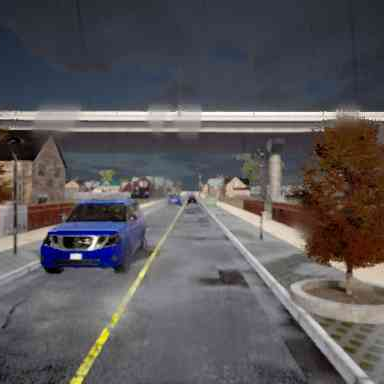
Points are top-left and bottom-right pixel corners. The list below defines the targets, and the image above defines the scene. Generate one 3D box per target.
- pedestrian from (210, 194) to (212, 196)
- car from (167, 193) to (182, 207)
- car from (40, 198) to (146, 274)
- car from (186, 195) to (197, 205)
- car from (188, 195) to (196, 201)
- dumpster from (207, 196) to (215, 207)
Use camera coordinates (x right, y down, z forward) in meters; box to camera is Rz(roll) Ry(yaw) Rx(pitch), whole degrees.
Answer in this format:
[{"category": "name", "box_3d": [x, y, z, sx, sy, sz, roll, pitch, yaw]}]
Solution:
[{"category": "pedestrian", "box_3d": [3.024, 1.190, 53.476, 0.375, 1.860, 0.375, 1, -1, 0]}, {"category": "car", "box_3d": [-2.791, 1.267, 53.890, 2.150, 2.045, 5.566, 0, 0, 1]}, {"category": "car", "box_3d": [-2.847, 1.235, 10.922, 2.150, 2.045, 5.566, 0, 0, 0]}, {"category": "car", "box_3d": [0.017, 1.575, 59.574, 1.812, 1.442, 4.674, 0, 0, 0]}, {"category": "car", "box_3d": [0.022, 1.454, 79.757, 2.033, 1.411, 5.357, 0, 0, 0]}, {"category": "dumpster", "box_3d": [3.010, 1.443, 52.453, 1.020, 1.700, 1.940, -1, -1, 0]}]
